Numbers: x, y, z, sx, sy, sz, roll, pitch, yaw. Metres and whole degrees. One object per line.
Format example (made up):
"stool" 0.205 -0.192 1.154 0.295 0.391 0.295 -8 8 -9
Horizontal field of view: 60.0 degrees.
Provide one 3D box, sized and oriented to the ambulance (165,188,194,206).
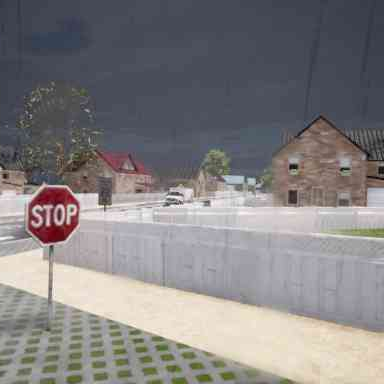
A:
"ambulance" -1.746 0.676 47.050 2.351 2.431 6.366 2 1 18
